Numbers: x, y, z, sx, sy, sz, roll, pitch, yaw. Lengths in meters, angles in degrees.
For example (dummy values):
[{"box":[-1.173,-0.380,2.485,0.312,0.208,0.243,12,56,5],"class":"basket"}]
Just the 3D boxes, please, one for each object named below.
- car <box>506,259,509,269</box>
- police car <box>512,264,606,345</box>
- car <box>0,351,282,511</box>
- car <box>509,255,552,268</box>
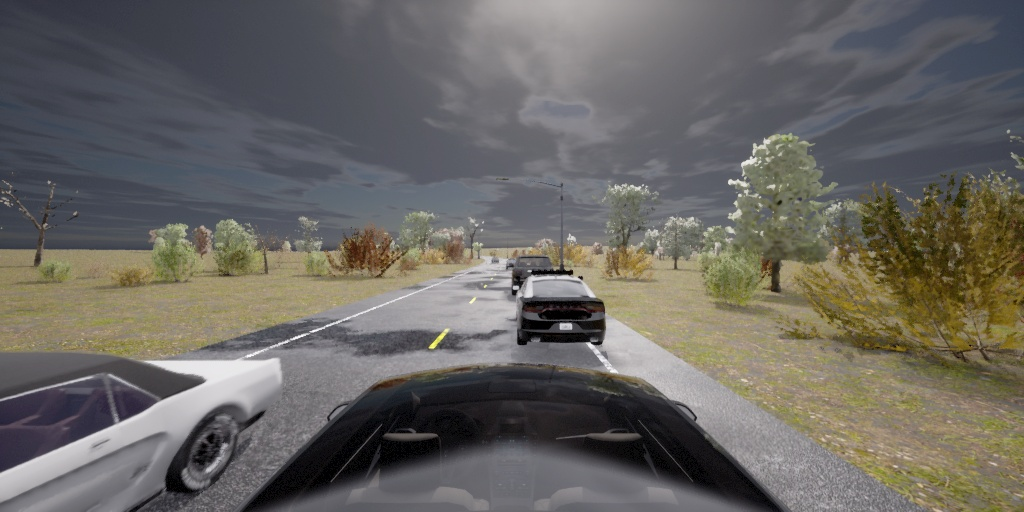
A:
[{"box":[0.076,1.209,52.231,2.033,1.411,5.357,0,0,1],"class":"car"},{"box":[1.054,1.170,9.592,1.930,1.638,5.238,0,0,0],"class":"police car"},{"box":[-3.499,1.351,1.754,1.895,1.301,4.718,0,0,0],"class":"car"},{"box":[1.057,0.957,19.512,2.150,2.045,5.566,0,0,0],"class":"car"}]
